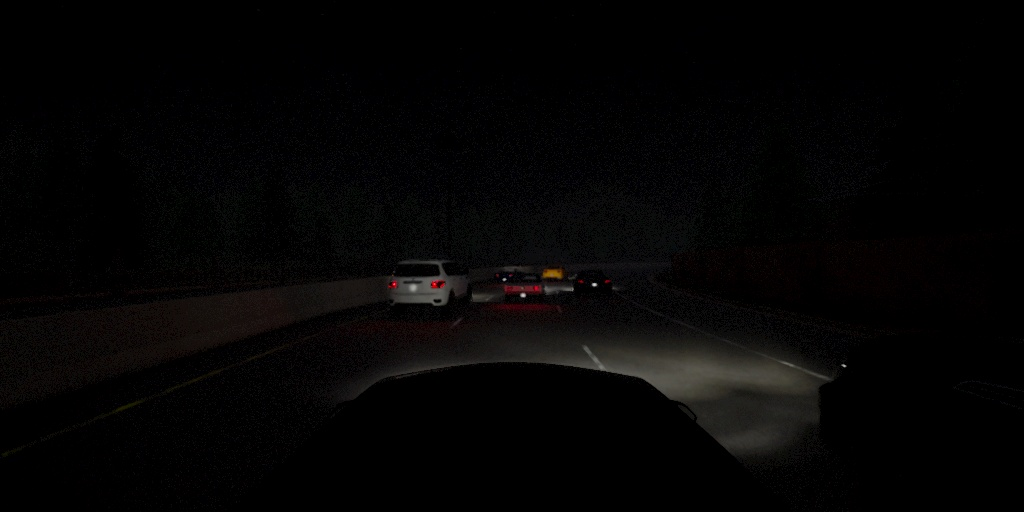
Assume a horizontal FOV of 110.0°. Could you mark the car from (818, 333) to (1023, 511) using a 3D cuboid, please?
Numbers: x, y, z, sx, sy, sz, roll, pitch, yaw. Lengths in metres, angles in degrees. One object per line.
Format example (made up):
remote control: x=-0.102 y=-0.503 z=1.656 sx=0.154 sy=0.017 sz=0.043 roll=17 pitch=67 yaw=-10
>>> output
car: x=3.849 y=0.929 z=0.668 sx=2.150 sy=2.045 sz=5.566 roll=-1 pitch=-1 yaw=-5

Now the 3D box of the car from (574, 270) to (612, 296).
car: x=4.647 y=1.518 z=20.978 sx=1.994 sy=1.385 sz=4.181 roll=-1 pitch=-1 yaw=8

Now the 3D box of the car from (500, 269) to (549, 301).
car: x=0.781 y=1.560 z=18.916 sx=1.895 sy=1.301 sz=4.718 roll=-1 pitch=-1 yaw=7

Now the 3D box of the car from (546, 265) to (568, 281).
car: x=4.359 y=1.613 z=35.248 sx=1.882 sy=1.535 sz=5.008 roll=-1 pitch=-1 yaw=17

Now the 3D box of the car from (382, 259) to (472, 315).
car: x=-3.140 y=1.161 z=14.751 sx=2.150 sy=2.045 sz=5.566 roll=-1 pitch=-1 yaw=4

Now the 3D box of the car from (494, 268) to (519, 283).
car: x=-0.068 y=1.740 z=32.682 sx=1.895 sy=1.301 sz=4.718 roll=-1 pitch=-1 yaw=15
